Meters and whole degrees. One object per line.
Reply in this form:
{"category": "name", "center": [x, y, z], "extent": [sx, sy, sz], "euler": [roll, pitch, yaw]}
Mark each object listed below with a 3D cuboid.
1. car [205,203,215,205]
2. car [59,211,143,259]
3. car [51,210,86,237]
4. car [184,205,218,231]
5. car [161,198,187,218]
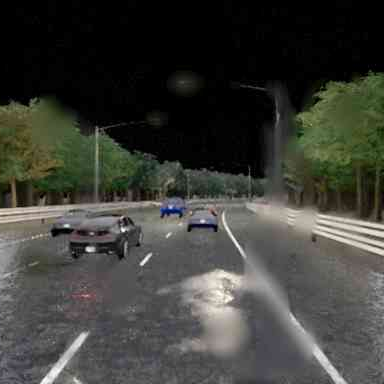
{"category": "car", "center": [2.212, 2.079, 40.786], "extent": [1.994, 1.385, 4.181], "euler": [0, -1, 6]}
{"category": "car", "center": [-3.157, 1.605, 13.003], "extent": [1.837, 1.490, 4.892], "euler": [0, -1, 2]}
{"category": "car", "center": [-6.406, 1.748, 19.257], "extent": [1.994, 1.385, 4.181], "euler": [0, -1, 3]}
{"category": "car", "center": [0.771, 1.801, 22.611], "extent": [1.994, 1.385, 4.181], "euler": [0, -1, 3]}
{"category": "car", "center": [-1.844, 1.648, 35.205], "extent": [2.150, 2.045, 5.566], "euler": [0, -1, 5]}
